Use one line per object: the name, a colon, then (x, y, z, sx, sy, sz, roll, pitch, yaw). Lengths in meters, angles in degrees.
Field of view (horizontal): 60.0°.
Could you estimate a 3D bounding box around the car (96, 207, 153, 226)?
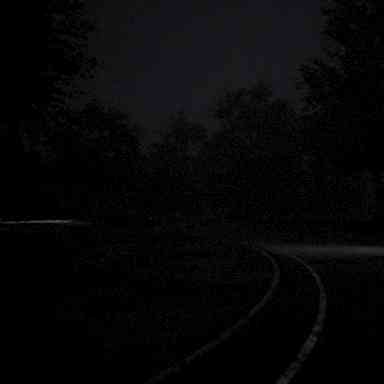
car: (-5.621, 1.957, 27.589, 4.902, 1.511, 2.128, -1, -1, 18)
